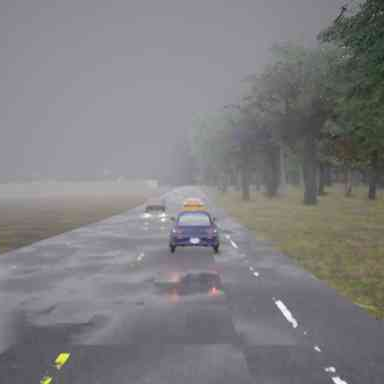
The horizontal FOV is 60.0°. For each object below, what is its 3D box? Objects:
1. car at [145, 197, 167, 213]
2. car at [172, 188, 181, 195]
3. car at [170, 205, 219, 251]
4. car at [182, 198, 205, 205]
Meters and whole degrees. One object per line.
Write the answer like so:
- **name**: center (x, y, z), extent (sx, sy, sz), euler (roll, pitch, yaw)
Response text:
- **car**: center (-3.592, 1.237, 34.014), extent (1.882, 1.535, 5.008), euler (0, 1, 0)
- **car**: center (-3.489, -0.122, 75.536), extent (1.882, 1.535, 5.008), euler (0, 2, 0)
- **car**: center (0.086, 1.482, 13.690), extent (1.812, 1.442, 4.674), euler (0, 0, 0)
- **car**: center (0.099, 1.304, 29.537), extent (1.882, 1.535, 5.008), euler (0, 1, 0)
